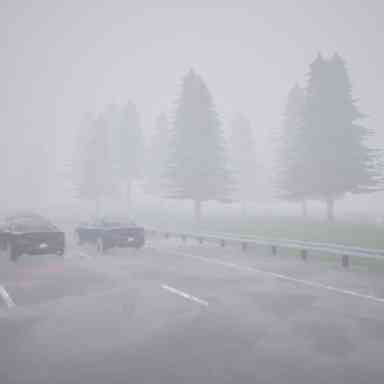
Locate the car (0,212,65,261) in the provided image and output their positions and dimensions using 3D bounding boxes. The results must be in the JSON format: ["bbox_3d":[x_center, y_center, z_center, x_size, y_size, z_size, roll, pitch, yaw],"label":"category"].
[{"bbox_3d":[-6.955,1.851,14.166,1.882,1.535,5.008,2,-2,-37],"label":"car"}]

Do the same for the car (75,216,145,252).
[{"bbox_3d":[-4.143,1.920,16.246,1.882,1.535,5.008,2,-2,-37],"label":"car"}]

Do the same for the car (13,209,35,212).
[{"bbox_3d":[-14.559,2.224,28.619,1.882,1.535,5.008,2,-2,-42],"label":"car"}]
